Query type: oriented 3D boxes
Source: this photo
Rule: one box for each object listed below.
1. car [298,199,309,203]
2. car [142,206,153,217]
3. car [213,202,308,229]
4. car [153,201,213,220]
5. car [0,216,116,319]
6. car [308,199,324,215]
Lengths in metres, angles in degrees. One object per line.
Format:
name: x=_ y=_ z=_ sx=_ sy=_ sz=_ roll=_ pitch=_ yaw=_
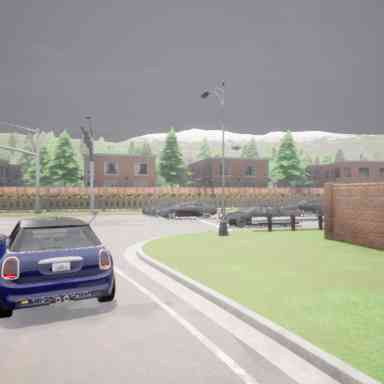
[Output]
car: x=11.832 y=1.504 z=34.198 sx=4.892 sy=1.490 sz=1.837 roll=0 pitch=0 yaw=-14
car: x=-2.454 y=1.562 z=30.622 sx=4.181 sy=1.385 sz=1.994 roll=0 pitch=0 yaw=-14
car: x=4.388 y=1.546 z=21.511 sx=5.357 sy=1.411 sz=2.033 roll=0 pitch=0 yaw=-14
car: x=-0.424 y=1.491 z=27.523 sx=4.902 sy=1.511 sz=2.128 roll=0 pitch=0 yaw=-14
car: x=-3.349 y=1.352 z=7.787 sx=2.097 sy=1.767 sz=4.553 roll=0 pitch=0 yaw=-29
car: x=13.493 y=1.563 z=31.004 sx=4.181 sy=1.385 sz=1.994 roll=0 pitch=0 yaw=-14
